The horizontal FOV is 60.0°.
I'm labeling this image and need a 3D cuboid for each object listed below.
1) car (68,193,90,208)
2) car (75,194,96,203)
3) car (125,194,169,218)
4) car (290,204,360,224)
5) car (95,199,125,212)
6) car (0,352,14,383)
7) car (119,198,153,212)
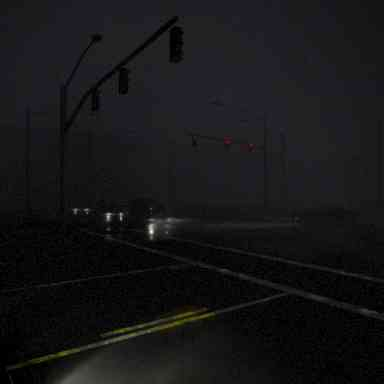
[{"bbox_3d":[-16.493,1.223,48.204,2.150,2.045,5.566,0,0,-31],"label":"car"},{"bbox_3d":[-20.110,1.179,63.046,2.128,1.511,4.902,0,0,4],"label":"car"},{"bbox_3d":[-3.989,1.352,30.491,2.097,1.767,4.553,0,0,-36],"label":"car"},{"bbox_3d":[9.616,1.557,24.283,4.718,1.301,1.895,0,0,-14],"label":"car"},{"bbox_3d":[-9.767,1.526,38.500,1.812,1.442,4.674,0,0,-36],"label":"car"},{"bbox_3d":[-3.602,1.547,1.239,5.357,1.411,2.033,0,0,-35],"label":"car"},{"bbox_3d":[-6.999,1.547,40.916,2.033,1.411,5.357,0,0,-36],"label":"car"}]
